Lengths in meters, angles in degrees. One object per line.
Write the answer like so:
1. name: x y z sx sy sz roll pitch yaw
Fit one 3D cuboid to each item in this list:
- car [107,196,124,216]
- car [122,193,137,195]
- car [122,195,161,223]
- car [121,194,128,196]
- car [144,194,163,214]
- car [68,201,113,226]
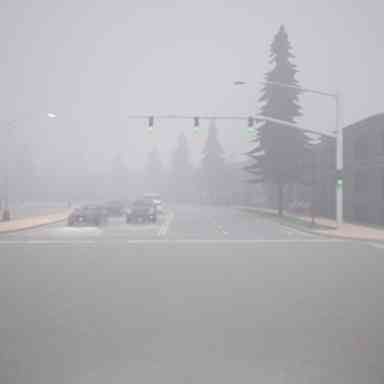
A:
1. car: -7.532 1.463 32.100 1.882 1.535 5.008 0 0 -4
2. car: -9.658 1.202 52.236 2.150 2.045 5.566 0 0 -30
3. car: -3.753 1.343 25.624 2.097 1.767 4.553 0 0 -2
4. car: -10.311 1.457 45.416 1.882 1.535 5.008 0 0 -22
5. car: -4.304 1.205 35.505 2.150 2.045 5.566 0 1 -7
6. car: -7.182 1.551 23.361 1.994 1.385 4.181 0 0 -2
